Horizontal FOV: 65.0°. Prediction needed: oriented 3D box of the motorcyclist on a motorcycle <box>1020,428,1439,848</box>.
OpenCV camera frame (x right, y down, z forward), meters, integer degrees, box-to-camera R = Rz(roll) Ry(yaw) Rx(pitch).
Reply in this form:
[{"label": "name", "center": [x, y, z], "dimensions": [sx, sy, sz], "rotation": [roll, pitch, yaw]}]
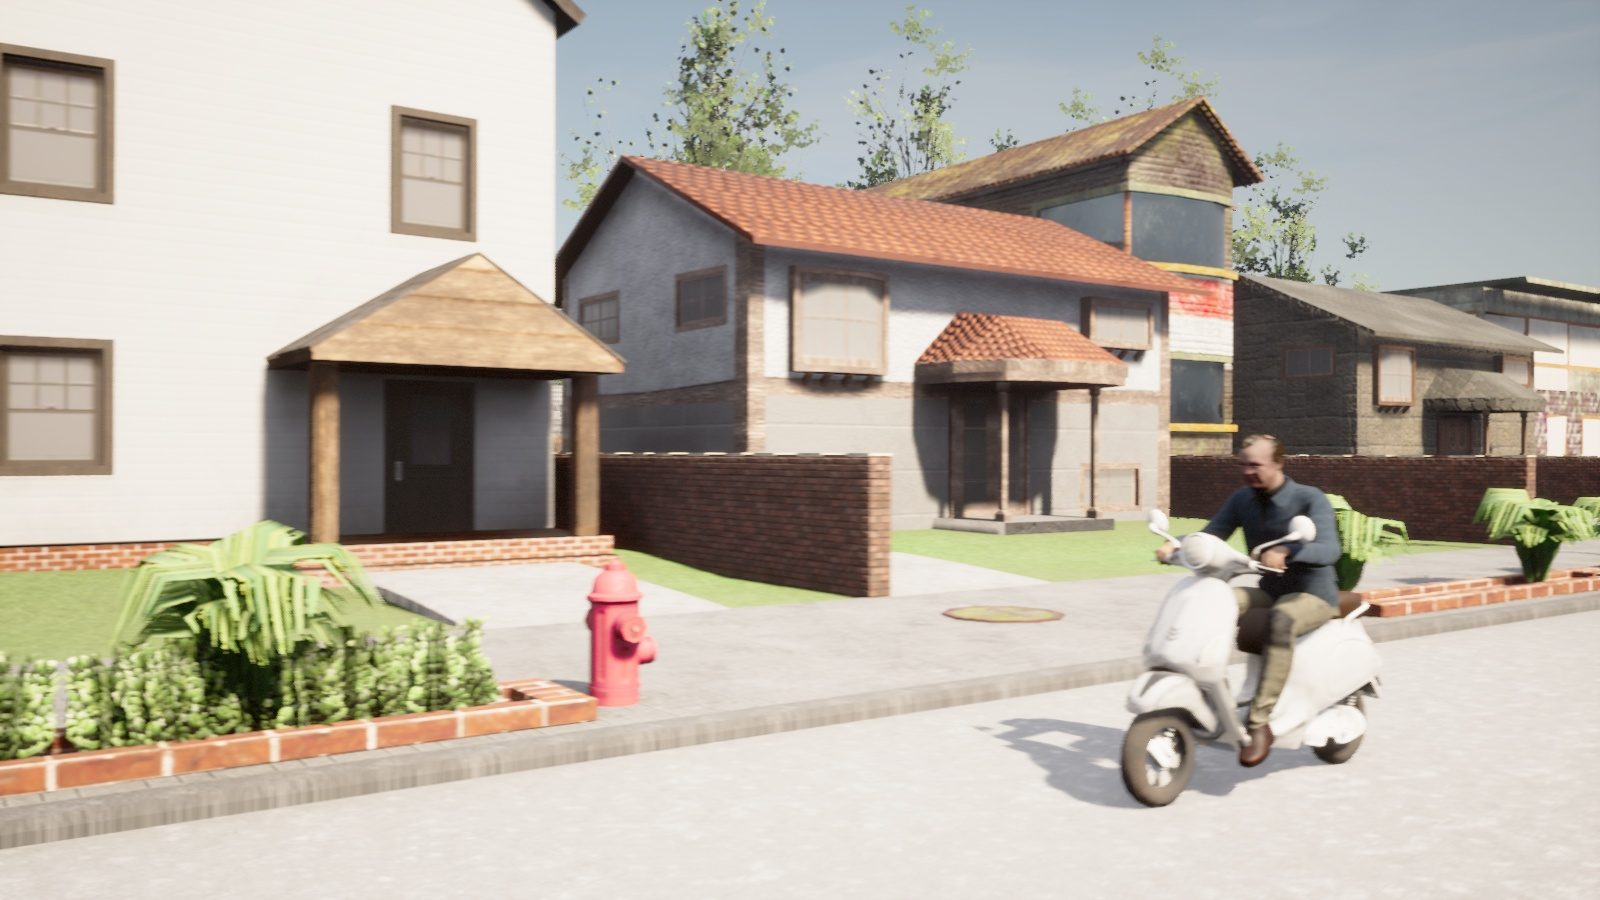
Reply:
[{"label": "motorcyclist on a motorcycle", "center": [1.950, 0.714, 5.625], "dimensions": [1.817, 1.590, 0.866], "rotation": [0, 0, -35]}]
